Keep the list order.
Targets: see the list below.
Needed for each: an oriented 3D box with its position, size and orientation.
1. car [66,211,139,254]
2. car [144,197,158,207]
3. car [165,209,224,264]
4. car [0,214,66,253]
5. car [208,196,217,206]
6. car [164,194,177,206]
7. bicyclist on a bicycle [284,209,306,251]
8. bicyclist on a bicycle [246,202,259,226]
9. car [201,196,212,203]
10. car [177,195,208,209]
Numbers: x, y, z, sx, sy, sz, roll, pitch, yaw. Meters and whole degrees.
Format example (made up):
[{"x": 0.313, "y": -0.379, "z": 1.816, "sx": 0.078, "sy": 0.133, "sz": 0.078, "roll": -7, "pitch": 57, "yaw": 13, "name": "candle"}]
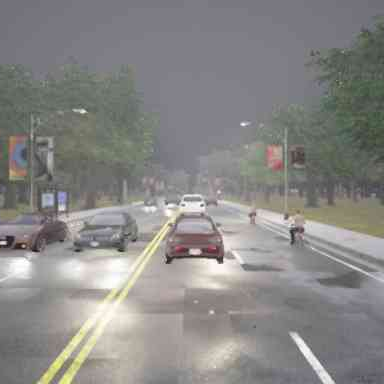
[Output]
[{"x": -3.372, "y": 1.554, "z": 13.865, "sx": 1.812, "sy": 1.442, "sz": 4.674, "roll": 0, "pitch": 0, "yaw": 0, "name": "car"}, {"x": -6.656, "y": 1.610, "z": 54.010, "sx": 2.128, "sy": 1.511, "sz": 4.902, "roll": 0, "pitch": 0, "yaw": 0, "name": "car"}, {"x": 0.082, "y": 1.550, "z": 11.864, "sx": 1.812, "sy": 1.442, "sz": 4.674, "roll": 0, "pitch": 0, "yaw": 0, "name": "car"}, {"x": -6.621, "y": 1.592, "z": 13.645, "sx": 1.994, "sy": 1.385, "sz": 4.181, "roll": 0, "pitch": 0, "yaw": 0, "name": "car"}, {"x": 3.262, "y": 1.630, "z": 56.777, "sx": 1.837, "sy": 1.490, "sz": 4.892, "roll": 0, "pitch": 0, "yaw": 0, "name": "car"}, {"x": -3.398, "y": 1.345, "z": 56.127, "sx": 2.150, "sy": 2.045, "sz": 5.566, "roll": 0, "pitch": 0, "yaw": 0, "name": "car"}, {"x": 4.142, "y": 1.464, "z": 13.162, "sx": 0.866, "sy": 1.612, "sz": 1.509, "roll": 0, "pitch": 0, "yaw": 0, "name": "bicyclist on a bicycle"}, {"x": 4.127, "y": 1.484, "z": 22.546, "sx": 0.866, "sy": 1.612, "sz": 1.509, "roll": 0, "pitch": 0, "yaw": 0, "name": "bicyclist on a bicycle"}, {"x": 3.138, "y": 1.691, "z": 73.240, "sx": 2.128, "sy": 1.511, "sz": 4.902, "roll": 0, "pitch": 0, "yaw": 0, "name": "car"}, {"x": 0.052, "y": 1.286, "z": 30.589, "sx": 2.150, "sy": 2.045, "sz": 5.566, "roll": 0, "pitch": 0, "yaw": 0, "name": "car"}]
